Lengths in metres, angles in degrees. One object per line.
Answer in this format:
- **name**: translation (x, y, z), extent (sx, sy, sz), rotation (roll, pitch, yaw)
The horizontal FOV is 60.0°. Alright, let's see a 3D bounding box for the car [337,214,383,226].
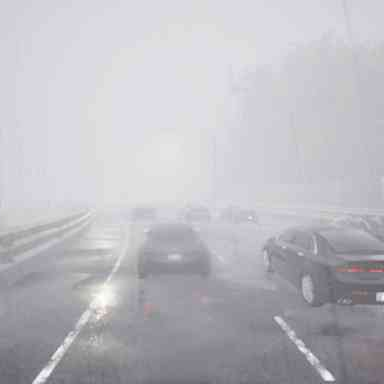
- **car**: translation (6.218, 1.551, 12.159), extent (2.128, 1.511, 4.902), rotation (0, 0, -8)

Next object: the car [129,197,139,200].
- **car**: translation (-13.993, 1.984, 80.877), extent (2.097, 1.767, 4.553), rotation (0, 0, 2)

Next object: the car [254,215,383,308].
- **car**: translation (3.099, 1.548, 8.059), extent (1.837, 1.490, 4.892), rotation (0, 0, -4)

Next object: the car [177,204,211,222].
- **car**: translation (0.070, 1.674, 26.066), extent (2.128, 1.511, 4.902), rotation (0, 0, -14)

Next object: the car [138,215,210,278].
- **car**: translation (-0.622, 1.641, 10.454), extent (1.994, 1.385, 4.181), rotation (0, 0, -5)

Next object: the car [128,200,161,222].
- **car**: translation (-4.322, 1.700, 28.852), extent (1.882, 1.535, 5.008), rotation (0, 0, -16)

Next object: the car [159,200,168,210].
- **car**: translation (-5.051, 1.940, 50.432), extent (1.994, 1.385, 4.181), rotation (0, 0, -23)

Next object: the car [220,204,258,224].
- **car**: translation (3.636, 1.694, 26.174), extent (1.812, 1.442, 4.674), rotation (0, 0, -14)
